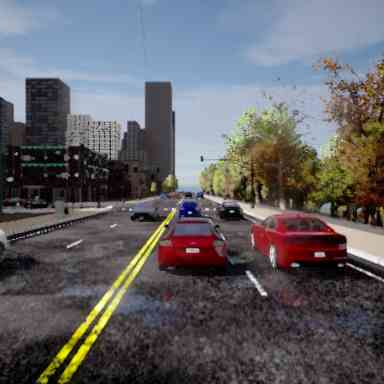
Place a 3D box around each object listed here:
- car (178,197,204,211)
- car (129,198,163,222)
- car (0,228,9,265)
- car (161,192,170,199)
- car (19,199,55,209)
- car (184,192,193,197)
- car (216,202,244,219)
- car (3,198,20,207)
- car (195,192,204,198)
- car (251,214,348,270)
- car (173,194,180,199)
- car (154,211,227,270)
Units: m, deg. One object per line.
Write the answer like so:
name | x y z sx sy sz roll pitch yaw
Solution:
car | -0.180 1.444 28.131 1.812 1.442 4.674 0 0 -1
car | -3.593 1.473 26.219 2.033 1.411 5.357 0 0 0
car | -6.674 1.501 8.741 1.812 1.442 4.674 0 0 -1
car | -7.484 0.948 93.367 2.150 2.045 5.566 0 0 -1
car | -20.419 1.692 45.095 4.313 1.339 1.947 -1 1 -1
car | -0.991 0.899 94.103 2.150 2.045 5.566 0 0 -1
car | 3.075 1.483 27.734 1.994 1.385 4.181 0 0 -1
car | -28.843 1.667 53.516 4.403 1.369 2.008 -1 1 -1
car | 2.258 0.898 94.138 2.150 2.045 5.566 0 0 -1
car | 3.238 1.444 10.985 1.882 1.535 5.008 0 0 -1
car | -4.235 1.199 93.433 1.882 1.535 5.008 0 0 -1
car | -0.002 1.532 10.929 1.994 1.385 4.181 0 0 -1
